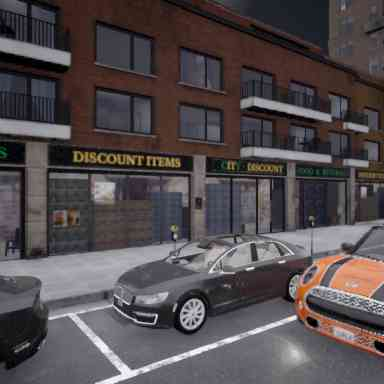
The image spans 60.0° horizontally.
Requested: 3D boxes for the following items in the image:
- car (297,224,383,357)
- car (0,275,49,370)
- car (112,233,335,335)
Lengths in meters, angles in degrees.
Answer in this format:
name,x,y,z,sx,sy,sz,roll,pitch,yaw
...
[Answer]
name,x,y,z,sx,sy,sz,roll,pitch,yaw
car,3.904,1.352,5.847,4.553,1.767,2.097,0,0,-35
car,-3.873,1.551,3.427,4.403,1.369,2.008,0,0,-35
car,0.623,1.551,6.628,4.403,1.369,2.008,0,0,-35
